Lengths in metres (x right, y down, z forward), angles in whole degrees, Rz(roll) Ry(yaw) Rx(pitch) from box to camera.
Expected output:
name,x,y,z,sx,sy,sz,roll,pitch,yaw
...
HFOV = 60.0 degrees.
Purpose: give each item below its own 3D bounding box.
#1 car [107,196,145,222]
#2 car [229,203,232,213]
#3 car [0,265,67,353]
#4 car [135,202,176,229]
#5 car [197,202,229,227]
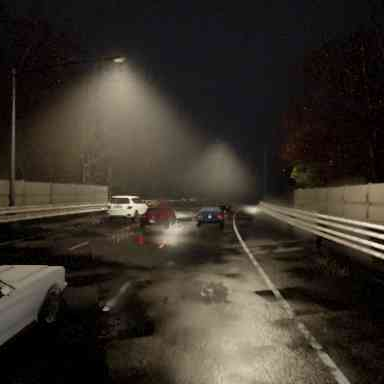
name,x,y,z,sx,sy,sz,roll,pitch,yaw
car,-5.222,1.348,27.545,2.150,2.045,5.566,0,0,6
car,3.980,1.882,42.124,1.895,1.301,4.718,0,0,10
car,-3.308,1.598,4.160,1.895,1.301,4.718,0,0,1
car,-2.222,1.628,22.579,1.812,1.442,4.674,0,0,5
car,1.425,1.674,23.985,2.033,1.411,5.357,0,0,6
